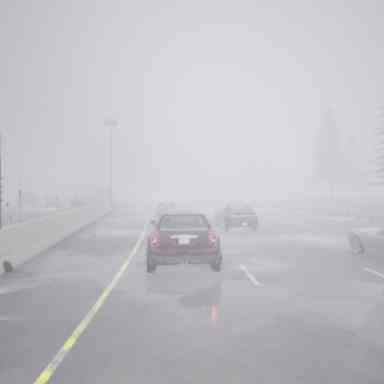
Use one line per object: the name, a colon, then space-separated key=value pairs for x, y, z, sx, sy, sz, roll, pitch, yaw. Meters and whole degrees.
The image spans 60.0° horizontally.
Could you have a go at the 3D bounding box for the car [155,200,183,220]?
car: x=-2.163 y=1.488 z=29.210 sx=2.033 sy=1.411 sz=5.357 roll=0 pitch=0 yaw=-8

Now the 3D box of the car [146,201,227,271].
car: x=-0.325 y=1.328 z=10.987 sx=2.097 sy=1.767 sz=4.553 roll=0 pitch=0 yaw=-3

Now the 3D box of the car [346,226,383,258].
car: x=6.757 y=1.558 z=10.250 sx=1.895 sy=1.301 sz=4.718 roll=0 pitch=0 yaw=-3

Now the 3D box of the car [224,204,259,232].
car: x=2.515 y=1.440 z=19.640 sx=2.128 sy=1.511 sz=4.902 roll=0 pitch=0 yaw=-5
